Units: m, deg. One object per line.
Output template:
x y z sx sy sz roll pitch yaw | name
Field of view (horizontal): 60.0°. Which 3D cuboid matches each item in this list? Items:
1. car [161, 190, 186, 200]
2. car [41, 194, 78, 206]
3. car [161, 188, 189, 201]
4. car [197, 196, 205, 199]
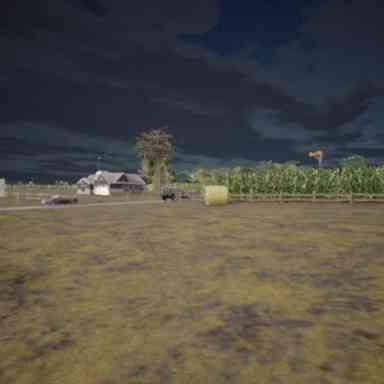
-3.388 0.576 60.577 2.097 1.767 4.553 -1 0 36 | car
-16.691 0.996 42.129 1.812 1.442 4.674 -1 0 36 | car
-2.849 0.429 56.505 2.150 2.045 5.566 -1 -1 37 | car
3.117 0.641 64.911 2.033 1.411 5.357 -1 0 36 | car
